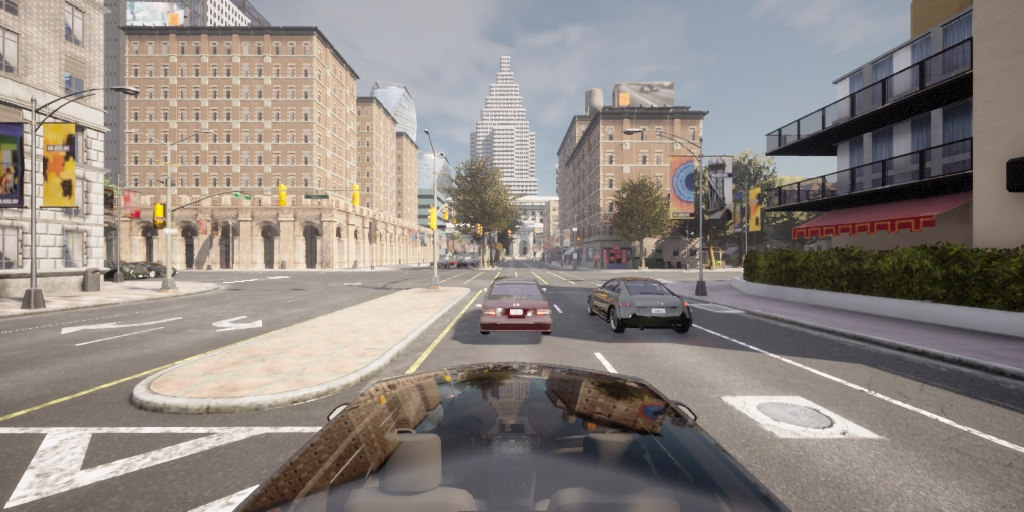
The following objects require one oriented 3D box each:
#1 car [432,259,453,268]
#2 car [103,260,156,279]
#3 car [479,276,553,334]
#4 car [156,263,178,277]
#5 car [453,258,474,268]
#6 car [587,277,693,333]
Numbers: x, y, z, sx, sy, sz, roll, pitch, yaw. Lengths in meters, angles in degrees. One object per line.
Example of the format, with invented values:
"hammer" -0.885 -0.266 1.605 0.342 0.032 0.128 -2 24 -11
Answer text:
"car" -11.630 1.276 60.266 1.812 1.442 4.674 0 0 0
"car" -33.351 1.102 30.018 4.553 1.767 2.097 0 0 0
"car" 0.091 1.297 10.530 2.033 1.411 5.357 0 0 0
"car" -34.193 1.255 33.513 4.892 1.490 1.837 0 0 0
"car" -8.129 1.351 60.388 1.895 1.301 4.718 0 0 0
"car" 3.589 1.314 10.790 1.994 1.385 4.181 0 0 0
